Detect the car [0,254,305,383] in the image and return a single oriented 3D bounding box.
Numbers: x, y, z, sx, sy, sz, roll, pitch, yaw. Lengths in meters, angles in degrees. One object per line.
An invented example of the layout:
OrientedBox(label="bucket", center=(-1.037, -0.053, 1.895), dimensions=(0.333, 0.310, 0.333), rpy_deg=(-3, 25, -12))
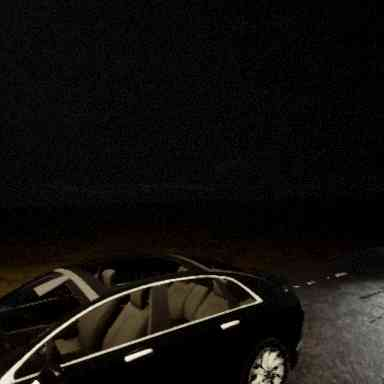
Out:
OrientedBox(label="car", center=(-0.878, 1.500, 3.362), dimensions=(4.892, 1.490, 1.837), rpy_deg=(0, 0, -35))
